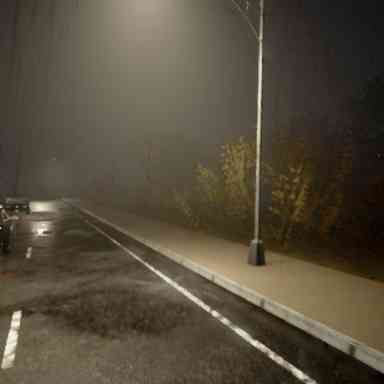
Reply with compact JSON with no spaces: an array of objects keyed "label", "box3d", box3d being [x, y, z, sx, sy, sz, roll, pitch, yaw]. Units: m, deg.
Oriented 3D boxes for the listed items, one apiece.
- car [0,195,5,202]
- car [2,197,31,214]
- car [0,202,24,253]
[{"label":"car","box3d":[-25.776,1.063,44.245,2.033,1.411,5.357,0,1,-24]},{"label":"car","box3d":[-15.747,1.284,30.213,1.895,1.301,4.718,0,1,-24]},{"label":"car","box3d":[-7.791,1.359,12.592,2.128,1.511,4.902,0,1,-24]}]
